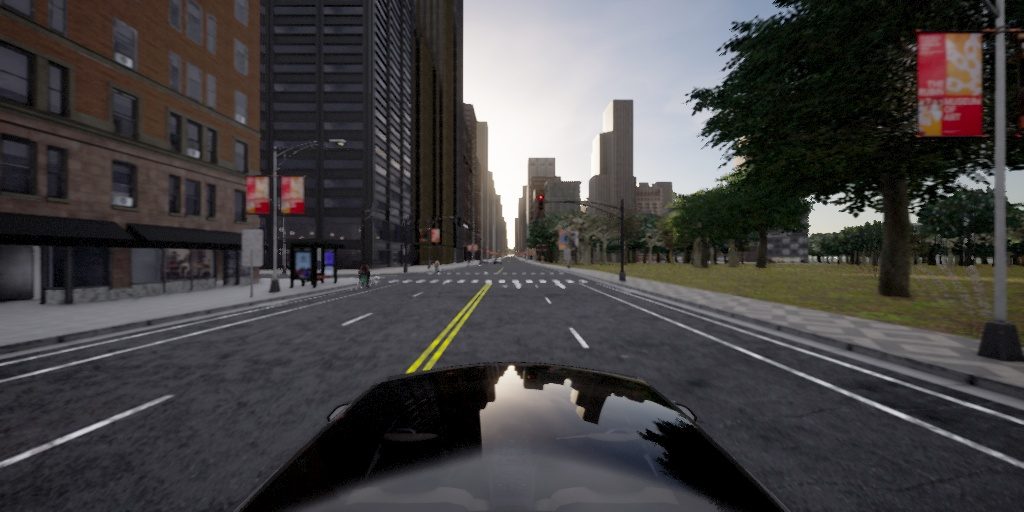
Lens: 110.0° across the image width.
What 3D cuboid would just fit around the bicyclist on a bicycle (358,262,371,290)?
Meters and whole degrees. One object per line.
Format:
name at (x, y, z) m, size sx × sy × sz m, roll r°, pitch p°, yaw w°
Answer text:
bicyclist on a bicycle at (-8.754, 1.192, 21.359) m, size 0.582 × 1.620 × 1.656 m, roll 0°, pitch 0°, yaw 0°

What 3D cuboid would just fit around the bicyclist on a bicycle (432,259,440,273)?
bicyclist on a bicycle at (-8.753, 1.191, 41.618) m, size 0.866 × 1.612 × 1.509 m, roll 0°, pitch 0°, yaw 0°
